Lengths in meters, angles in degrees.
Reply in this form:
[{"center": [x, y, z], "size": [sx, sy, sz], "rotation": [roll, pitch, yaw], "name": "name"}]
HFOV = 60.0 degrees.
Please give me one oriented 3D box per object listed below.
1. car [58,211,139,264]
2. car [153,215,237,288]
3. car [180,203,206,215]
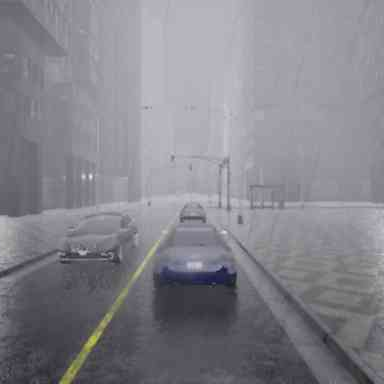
[{"center": [-3.099, 1.499, 11.868], "size": [1.837, 1.490, 4.892], "rotation": [0, 0, 0], "name": "car"}, {"center": [0.076, 1.560, 9.234], "size": [1.994, 1.385, 4.181], "rotation": [0, 0, 0], "name": "car"}, {"center": [0.078, 1.550, 26.048], "size": [1.994, 1.385, 4.181], "rotation": [0, 0, 0], "name": "car"}]
